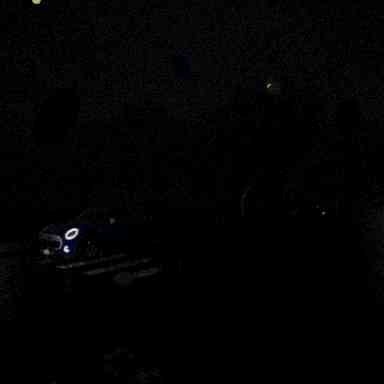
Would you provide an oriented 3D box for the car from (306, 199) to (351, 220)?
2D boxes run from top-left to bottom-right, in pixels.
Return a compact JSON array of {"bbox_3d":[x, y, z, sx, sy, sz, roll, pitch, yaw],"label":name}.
[{"bbox_3d":[10.987,1.316,25.993,2.128,1.511,4.902,0,0,37],"label":"car"}]

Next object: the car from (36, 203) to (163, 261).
[{"bbox_3d":[-3.157,1.251,12.069,2.097,1.767,4.553,0,0,37],"label":"car"}]

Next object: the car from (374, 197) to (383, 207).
[{"bbox_3d":[27.423,1.388,47.883,1.812,1.442,4.674,0,0,37],"label":"car"}]
